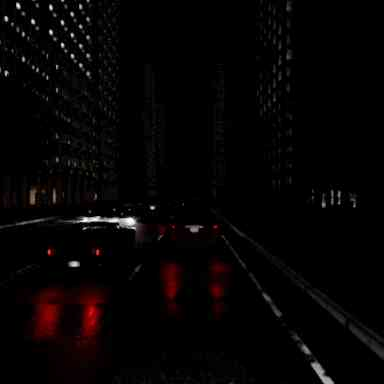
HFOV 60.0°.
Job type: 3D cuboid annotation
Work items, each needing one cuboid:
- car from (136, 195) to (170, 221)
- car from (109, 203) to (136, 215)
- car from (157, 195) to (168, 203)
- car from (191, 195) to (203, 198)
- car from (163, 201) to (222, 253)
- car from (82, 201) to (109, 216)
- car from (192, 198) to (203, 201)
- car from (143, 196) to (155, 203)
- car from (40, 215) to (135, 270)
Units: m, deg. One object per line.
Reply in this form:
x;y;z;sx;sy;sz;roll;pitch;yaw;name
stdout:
-3.170;1.375;29.403;2.150;2.045;5.566;0;0;0;car
-6.620;1.774;33.591;1.895;1.301;4.718;0;0;0;car
-6.553;1.619;75.082;2.097;1.767;4.553;0;0;0;car
1.089;1.574;67.748;2.150;2.045;5.566;0;0;0;car
0.086;1.425;14.231;2.097;1.767;4.553;0;0;0;car
-9.869;1.670;34.604;2.128;1.511;4.902;0;0;0;car
0.076;1.653;34.119;1.882;1.535;5.008;0;0;0;car
-9.805;1.638;76.080;2.128;1.511;4.902;0;0;0;car
-3.164;1.659;11.180;1.895;1.301;4.718;0;0;0;car
